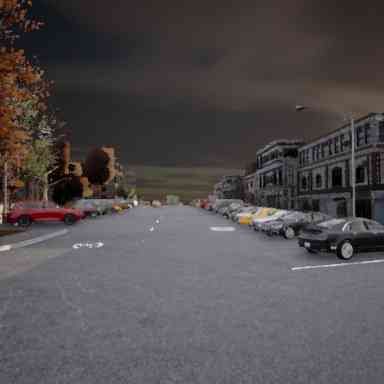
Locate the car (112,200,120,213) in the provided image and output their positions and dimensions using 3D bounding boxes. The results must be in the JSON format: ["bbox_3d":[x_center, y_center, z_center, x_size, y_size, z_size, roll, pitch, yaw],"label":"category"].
[{"bbox_3d":[-12.785,2.257,44.822,4.892,1.521,2.231,0,-1,-23],"label":"car"}]

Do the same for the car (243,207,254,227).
[{"bbox_3d":[6.138,1.930,22.206,4.674,1.452,2.002,1,-1,-23],"label":"car"}]

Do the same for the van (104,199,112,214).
[{"bbox_3d":[-12.756,1.983,41.834,4.442,1.987,1.878,0,-1,-23],"label":"van"}]

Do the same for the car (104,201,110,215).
[{"bbox_3d":[-12.535,2.191,38.928,4.792,1.488,2.163,0,-1,-23],"label":"car"}]

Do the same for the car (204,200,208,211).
[{"bbox_3d":[4.854,2.306,48.578,5.008,1.535,2.097,1,-1,-23],"label":"car"}]

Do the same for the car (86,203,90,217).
[{"bbox_3d":[-12.107,2.054,30.104,4.792,1.488,2.163,0,-1,-23],"label":"car"}]

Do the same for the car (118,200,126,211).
[{"bbox_3d":[-12.764,2.301,47.836,5.366,1.575,1.946,0,-1,-23],"label":"car"}]

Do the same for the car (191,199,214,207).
[{"bbox_3d":[2.833,2.859,89.585,5.566,2.045,2.435,1,-2,-23],"label":"car"}]

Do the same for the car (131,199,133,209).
[{"bbox_3d":[-13.505,2.558,59.525,4.674,1.452,2.002,0,-1,-23],"label":"car"}]

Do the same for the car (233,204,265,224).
[{"bbox_3d":[6.162,1.936,25.214,5.366,1.575,1.946,1,-1,-23],"label":"car"}]

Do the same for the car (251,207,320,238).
[{"bbox_3d":[6.285,1.846,19.277,4.892,1.521,2.231,1,-1,-23],"label":"car"}]

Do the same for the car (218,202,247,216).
[{"bbox_3d":[5.542,2.100,33.914,4.792,1.488,2.163,1,-1,-23],"label":"car"}]

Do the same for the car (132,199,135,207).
[{"bbox_3d":[-13.650,2.613,62.466,4.674,1.452,2.002,0,-1,-23],"label":"car"}]

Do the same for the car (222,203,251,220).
[{"bbox_3d":[5.721,2.027,30.994,4.892,1.521,2.231,1,-1,-23],"label":"car"}]

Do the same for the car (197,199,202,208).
[{"bbox_3d":[4.322,2.266,60.315,5.566,2.045,2.435,1,-1,-23],"label":"car"}]

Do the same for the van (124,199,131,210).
[{"bbox_3d":[-13.259,2.236,56.637,4.442,1.987,1.878,0,-1,-23],"label":"van"}]

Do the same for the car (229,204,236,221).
[{"bbox_3d":[5.855,2.021,28.067,4.674,1.452,2.002,1,-1,-23],"label":"car"}]

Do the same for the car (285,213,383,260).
[{"bbox_3d":[6.558,1.756,13.421,4.892,1.521,2.231,1,-1,-23],"label":"car"}]

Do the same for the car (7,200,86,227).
[{"bbox_3d":[-11.918,1.727,27.197,5.566,2.045,2.435,0,-1,-23],"label":"car"}]

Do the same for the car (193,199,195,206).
[{"bbox_3d":[3.616,2.868,77.940,5.366,1.575,1.946,1,-2,-23],"label":"car"}]

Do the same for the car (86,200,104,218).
[{"bbox_3d":[-12.340,1.989,36.014,4.553,1.767,2.185,-1,-1,-23],"label":"car"}]

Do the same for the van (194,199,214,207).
[{"bbox_3d":[3.051,2.760,83.683,4.442,1.987,1.878,1,-1,-23],"label":"van"}]

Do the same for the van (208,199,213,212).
[{"bbox_3d":[4.900,2.028,45.603,4.442,1.987,1.878,1,-1,-23],"label":"van"}]

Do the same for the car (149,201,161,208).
[{"bbox_3d":[-7.714,2.710,72.296,1.882,1.535,5.008,0,-1,-3],"label":"car"}]

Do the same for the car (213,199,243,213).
[{"bbox_3d":[5.318,2.037,39.799,4.553,1.767,2.185,1,-1,-23],"label":"car"}]

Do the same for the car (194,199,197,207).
[{"bbox_3d":[3.898,2.748,72.087,5.366,1.575,1.946,1,-2,-23],"label":"car"}]

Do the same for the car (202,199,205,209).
[{"bbox_3d":[4.550,2.282,54.430,4.553,1.767,2.185,1,-1,-23],"label":"car"}]

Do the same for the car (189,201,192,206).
[{"bbox_3d":[2.836,3.041,86.586,5.366,1.575,1.946,1,-1,-23],"label":"car"}]

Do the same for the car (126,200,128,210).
[{"bbox_3d":[-13.214,2.448,53.639,4.674,1.452,2.002,0,-1,-23],"label":"car"}]

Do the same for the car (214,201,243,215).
[{"bbox_3d":[5.434,2.117,36.859,4.892,1.521,2.231,1,-1,-23],"label":"car"}]
